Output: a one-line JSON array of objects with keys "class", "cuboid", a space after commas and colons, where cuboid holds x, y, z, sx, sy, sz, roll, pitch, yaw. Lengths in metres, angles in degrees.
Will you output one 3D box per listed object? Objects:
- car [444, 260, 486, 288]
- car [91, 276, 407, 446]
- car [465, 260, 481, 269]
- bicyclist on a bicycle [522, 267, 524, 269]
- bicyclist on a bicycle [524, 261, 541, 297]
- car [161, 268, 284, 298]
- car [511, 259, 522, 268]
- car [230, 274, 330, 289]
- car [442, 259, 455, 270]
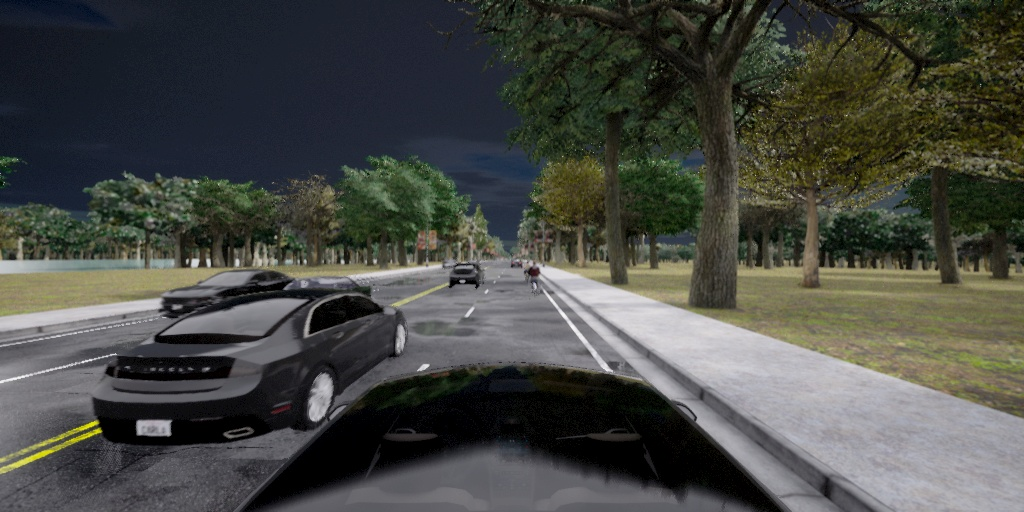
[{"class": "car", "cuboid": [-2.902, 1.246, 23.634, 1.837, 1.490, 4.892, 0, 0, 1]}, {"class": "car", "cuboid": [-3.109, 1.254, 5.562, 1.837, 1.490, 4.892, 0, 0, 1]}, {"class": "car", "cuboid": [-5.964, 1.292, 55.213, 1.994, 1.385, 4.181, 0, 0, 1]}, {"class": "bicyclist on a bicycle", "cuboid": [1.164, 1.176, 26.853, 0.866, 1.612, 1.509, 0, 0, 1]}, {"class": "bicyclist on a bicycle", "cuboid": [1.068, 1.115, 17.189, 0.659, 1.776, 1.843, 0, 0, 1]}, {"class": "car", "cuboid": [-9.722, 1.223, 12.938, 1.882, 1.535, 5.008, 0, 0, 1]}, {"class": "car", "cuboid": [0.797, 1.256, 61.503, 1.812, 1.442, 4.674, 0, 0, 1]}, {"class": "car", "cuboid": [-6.483, 1.347, 11.921, 1.895, 1.301, 4.718, 0, 0, 1]}, {"class": "car", "cuboid": [-9.237, 1.219, 53.808, 2.128, 1.511, 4.902, 0, 0, 1]}]
